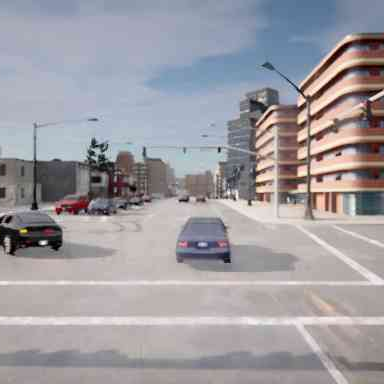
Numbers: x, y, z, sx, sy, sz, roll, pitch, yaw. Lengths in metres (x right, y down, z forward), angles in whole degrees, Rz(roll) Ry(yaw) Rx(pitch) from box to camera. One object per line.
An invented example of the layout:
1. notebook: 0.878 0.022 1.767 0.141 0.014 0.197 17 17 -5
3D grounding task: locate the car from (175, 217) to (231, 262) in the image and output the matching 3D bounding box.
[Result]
1. car: 0.481 1.629 12.409 2.033 1.411 5.357 0 0 4

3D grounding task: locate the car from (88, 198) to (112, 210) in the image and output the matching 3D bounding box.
1. car: -12.655 1.577 45.925 1.812 1.442 4.674 0 1 2

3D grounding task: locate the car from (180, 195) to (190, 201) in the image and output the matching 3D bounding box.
1. car: -1.562 1.342 75.904 1.994 1.385 4.181 0 0 1

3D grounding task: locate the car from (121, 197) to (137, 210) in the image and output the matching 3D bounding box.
1. car: -9.194 1.564 43.981 2.128 1.511 4.902 0 0 1

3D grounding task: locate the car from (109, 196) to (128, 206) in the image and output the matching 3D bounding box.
1. car: -12.393 1.494 56.512 2.033 1.411 5.357 0 1 1

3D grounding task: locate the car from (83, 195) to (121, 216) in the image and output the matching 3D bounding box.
1. car: -9.358 1.481 34.901 2.097 1.767 4.553 0 0 1

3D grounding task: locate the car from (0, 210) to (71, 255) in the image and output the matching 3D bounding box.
1. car: -7.006 1.578 13.790 1.837 1.490 4.892 3 -2 -43

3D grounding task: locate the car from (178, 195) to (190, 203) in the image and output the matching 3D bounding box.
1. car: -1.731 1.469 65.867 1.895 1.301 4.718 0 1 1

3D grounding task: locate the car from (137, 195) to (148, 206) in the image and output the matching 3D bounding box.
1. car: -8.969 1.525 53.825 2.033 1.411 5.357 0 1 1

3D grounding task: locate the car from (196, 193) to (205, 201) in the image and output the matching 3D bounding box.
1. car: 1.935 1.057 75.687 2.097 1.767 4.553 0 0 1

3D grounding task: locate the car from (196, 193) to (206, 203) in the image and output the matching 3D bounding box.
1. car: 1.758 1.370 65.286 2.128 1.511 4.902 0 1 1

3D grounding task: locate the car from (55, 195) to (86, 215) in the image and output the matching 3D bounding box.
1. car: -12.845 1.343 36.184 2.150 2.045 5.566 0 0 1

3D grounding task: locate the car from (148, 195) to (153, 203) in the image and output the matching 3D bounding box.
1. car: -8.760 1.353 64.267 1.882 1.535 5.008 0 1 1
